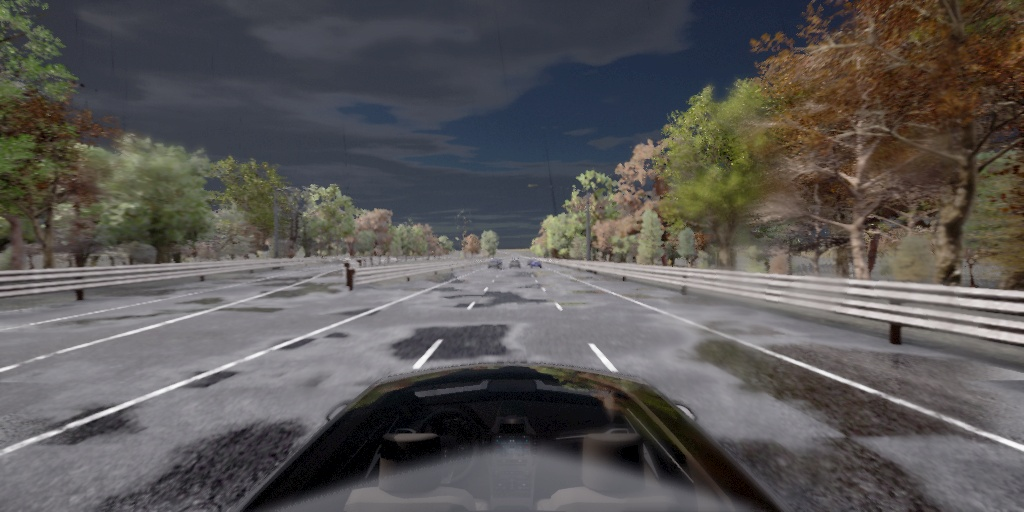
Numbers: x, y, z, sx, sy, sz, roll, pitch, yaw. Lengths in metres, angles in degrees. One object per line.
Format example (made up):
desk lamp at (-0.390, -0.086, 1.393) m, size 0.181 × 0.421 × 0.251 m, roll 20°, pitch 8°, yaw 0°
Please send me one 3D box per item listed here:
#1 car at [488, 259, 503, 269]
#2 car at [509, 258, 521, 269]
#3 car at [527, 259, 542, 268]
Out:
car at (-3.006, 1.312, 60.164) m, size 2.128 × 1.511 × 4.902 m, roll 0°, pitch 0°, yaw 1°
car at (0.495, 1.295, 60.132) m, size 2.128 × 1.511 × 4.902 m, roll 0°, pitch 0°, yaw 1°
car at (3.998, 1.312, 60.518) m, size 1.812 × 1.442 × 4.674 m, roll 0°, pitch 0°, yaw 1°
